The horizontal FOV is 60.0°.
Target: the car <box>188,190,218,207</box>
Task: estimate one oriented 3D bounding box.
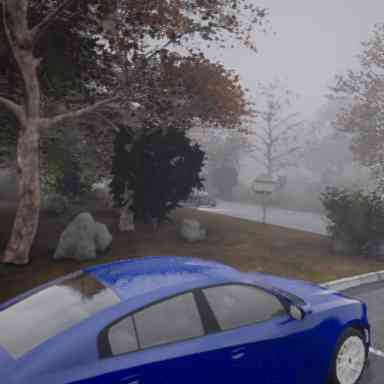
[{"bbox_3d":[0.450,0.487,29.773,1.837,1.490,4.892,2,2,-30],"label":"car"}]
